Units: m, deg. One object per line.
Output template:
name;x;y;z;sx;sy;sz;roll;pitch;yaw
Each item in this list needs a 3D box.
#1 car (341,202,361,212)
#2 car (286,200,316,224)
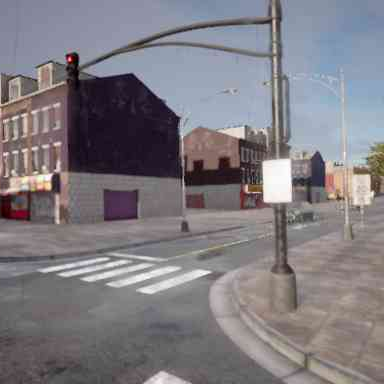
car;21.213;1.911;44.230;1.895;1.301;4.718;-2;-2;36
car;8.161;1.546;26.353;2.097;1.767;4.553;-2;-2;36
